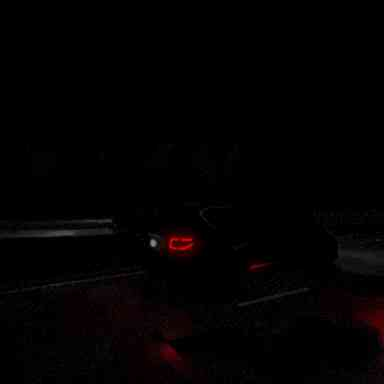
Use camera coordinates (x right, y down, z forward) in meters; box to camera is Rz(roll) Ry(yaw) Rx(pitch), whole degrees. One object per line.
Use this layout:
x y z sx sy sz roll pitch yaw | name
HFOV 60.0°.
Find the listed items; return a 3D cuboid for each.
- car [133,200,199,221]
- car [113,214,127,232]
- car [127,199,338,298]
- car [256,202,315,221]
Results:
-2.140 1.439 26.974 4.902 1.511 2.128 0 0 -19 | car
-2.247 1.562 19.571 4.718 1.301 1.895 0 0 -18 | car
1.405 1.207 8.711 5.566 2.045 2.150 0 0 -33 | car
7.532 1.523 26.824 4.181 1.385 1.994 0 0 -21 | car
